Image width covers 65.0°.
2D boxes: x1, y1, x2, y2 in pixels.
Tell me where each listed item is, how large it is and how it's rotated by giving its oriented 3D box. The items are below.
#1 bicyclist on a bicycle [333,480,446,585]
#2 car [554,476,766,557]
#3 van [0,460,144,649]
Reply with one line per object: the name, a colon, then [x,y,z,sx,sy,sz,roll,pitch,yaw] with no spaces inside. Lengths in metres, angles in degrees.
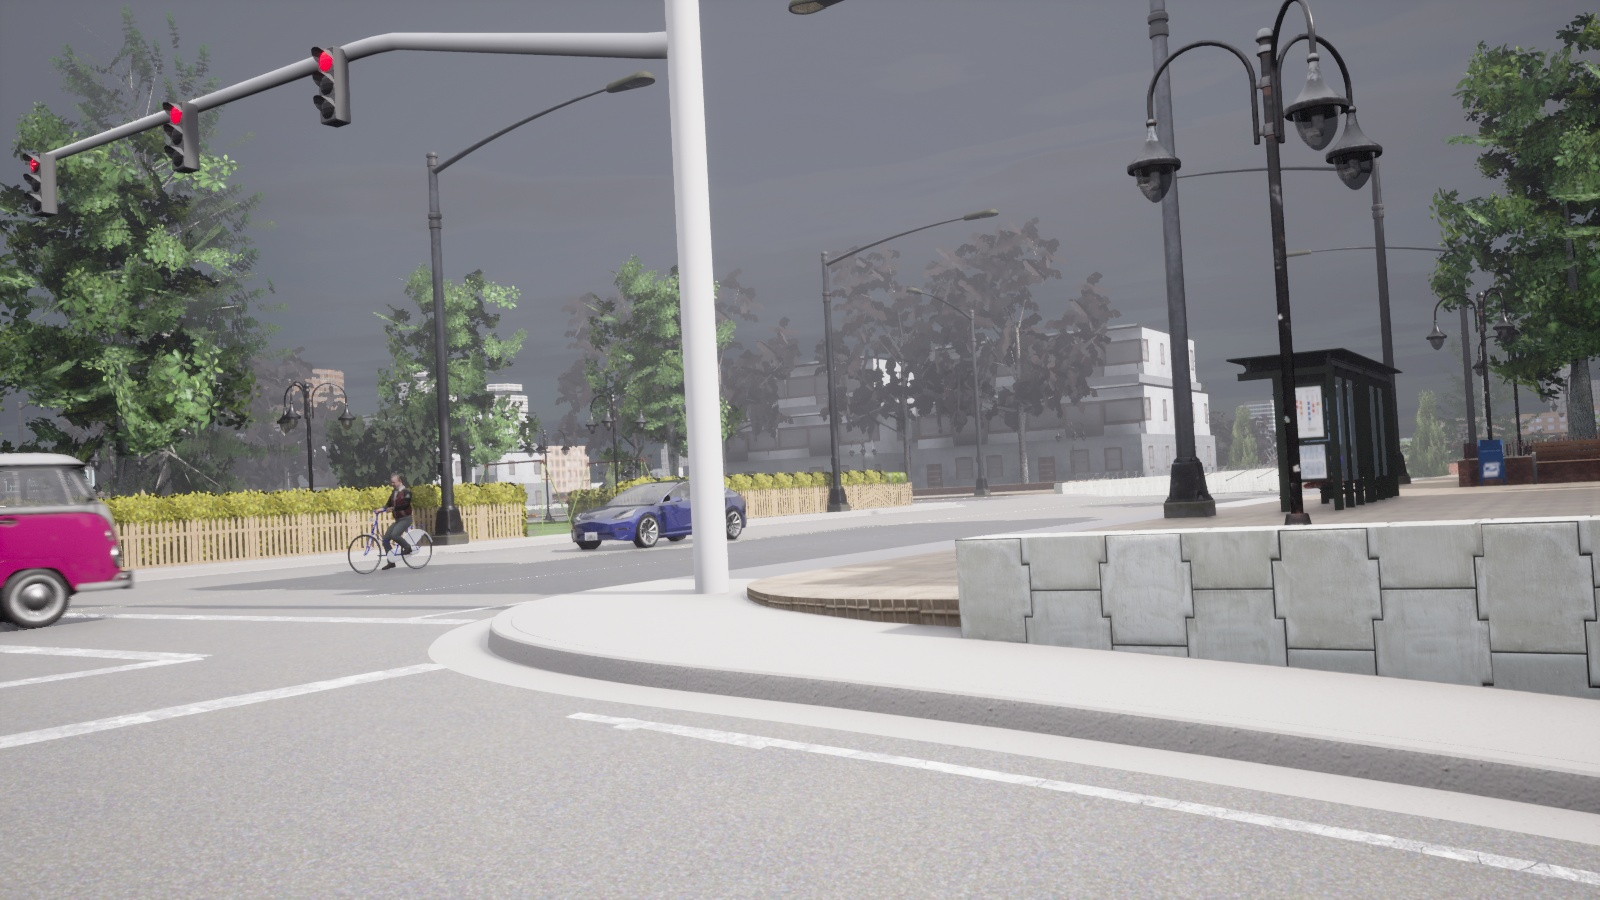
bicyclist on a bicycle: [-7.418,1.470,22.764,0.659,1.776,1.843,-5,-2,34]
car: [-3.125,1.490,29.020,2.163,1.488,4.792,-5,-2,34]
van: [-9.866,1.229,13.692,4.442,1.987,1.775,-2,-3,-40]
